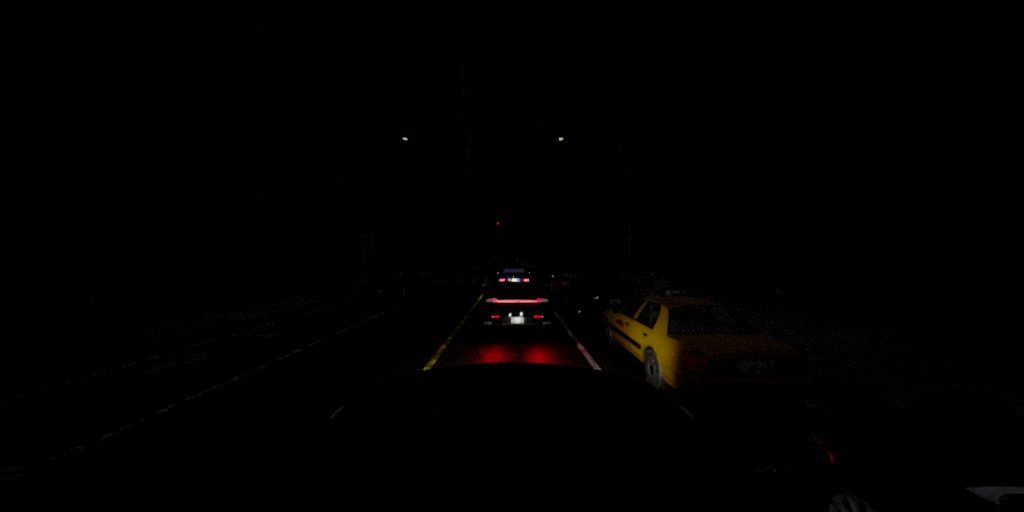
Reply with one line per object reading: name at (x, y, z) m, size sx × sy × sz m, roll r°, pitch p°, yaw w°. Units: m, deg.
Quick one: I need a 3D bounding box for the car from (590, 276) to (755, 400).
car at (2.876, 1.267, 6.538) m, size 1.751 × 1.417 × 4.829 m, roll 0°, pitch 0°, yaw 0°

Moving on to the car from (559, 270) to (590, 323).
car at (2.879, 1.298, 11.954) m, size 1.948 × 1.339 × 4.313 m, roll 0°, pitch 0°, yaw 0°

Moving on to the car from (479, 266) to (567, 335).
car at (0.107, 1.227, 10.479) m, size 2.128 × 1.511 × 4.902 m, roll 0°, pitch 0°, yaw 0°

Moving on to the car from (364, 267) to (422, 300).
car at (-5.663, 1.268, 17.542) m, size 1.888 × 1.381 × 4.507 m, roll 0°, pitch 0°, yaw 0°

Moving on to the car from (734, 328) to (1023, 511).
car at (2.872, 1.302, 0.782) m, size 2.007 × 1.370 × 4.403 m, roll 0°, pitch 0°, yaw 0°
